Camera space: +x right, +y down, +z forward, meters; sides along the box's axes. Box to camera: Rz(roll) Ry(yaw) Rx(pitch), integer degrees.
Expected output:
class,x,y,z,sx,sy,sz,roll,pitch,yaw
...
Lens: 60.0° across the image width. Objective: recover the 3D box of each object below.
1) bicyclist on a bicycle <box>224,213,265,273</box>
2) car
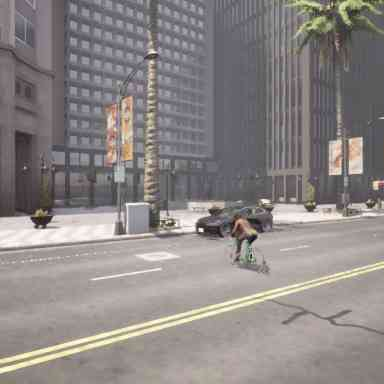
class,x,y,z,sx,sy,sz,roll,pitch,yaw
bicyclist on a bicycle,1.469,1.455,9.650,0.582,1.620,1.656,0,-2,-36
car,2.385,1.513,18.148,4.786,1.482,2.161,0,0,-36
